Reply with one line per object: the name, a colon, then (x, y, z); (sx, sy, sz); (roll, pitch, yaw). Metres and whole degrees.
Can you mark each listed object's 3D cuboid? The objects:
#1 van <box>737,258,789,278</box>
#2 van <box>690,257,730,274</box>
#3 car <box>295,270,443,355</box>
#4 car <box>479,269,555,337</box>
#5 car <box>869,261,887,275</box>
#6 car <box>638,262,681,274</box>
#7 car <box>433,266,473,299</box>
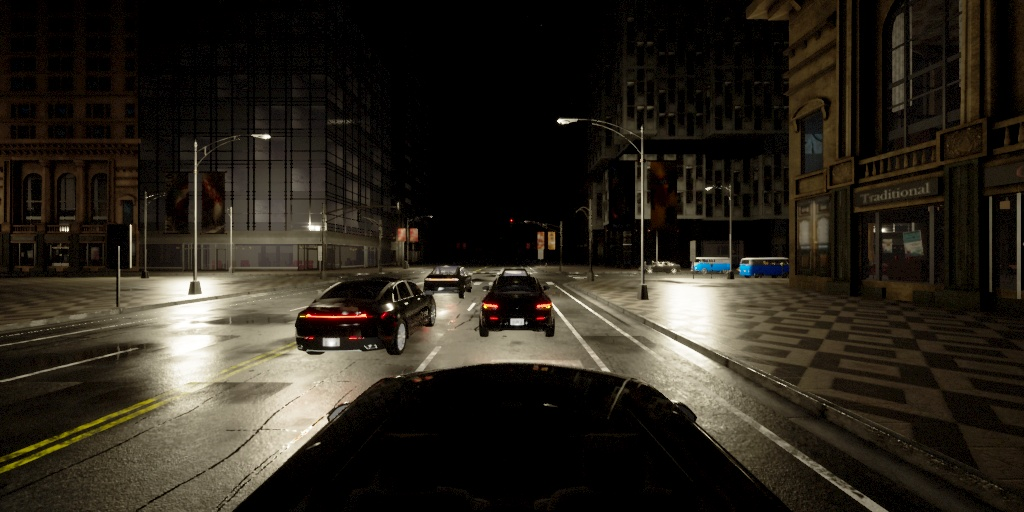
van: (21.544, 1.033, 30.332); (3.998, 1.789, 1.690); (0, 0, 0)
van: (21.604, 1.043, 38.857); (3.998, 1.789, 1.690); (0, 0, 0)
car: (-3.133, 1.255, 8.653); (1.837, 1.490, 4.892); (0, 0, 0)
car: (0.124, 1.276, 10.147); (1.812, 1.442, 4.674); (0, 0, 0)
car: (32.781, 1.252, 30.251); (4.207, 1.307, 1.802); (0, 0, 0)
car: (15.985, 1.264, 38.898); (4.403, 1.370, 2.007); (0, 0, 0)
car: (-3.104, 1.241, 18.067); (2.128, 1.511, 4.902); (0, 0, 0)
